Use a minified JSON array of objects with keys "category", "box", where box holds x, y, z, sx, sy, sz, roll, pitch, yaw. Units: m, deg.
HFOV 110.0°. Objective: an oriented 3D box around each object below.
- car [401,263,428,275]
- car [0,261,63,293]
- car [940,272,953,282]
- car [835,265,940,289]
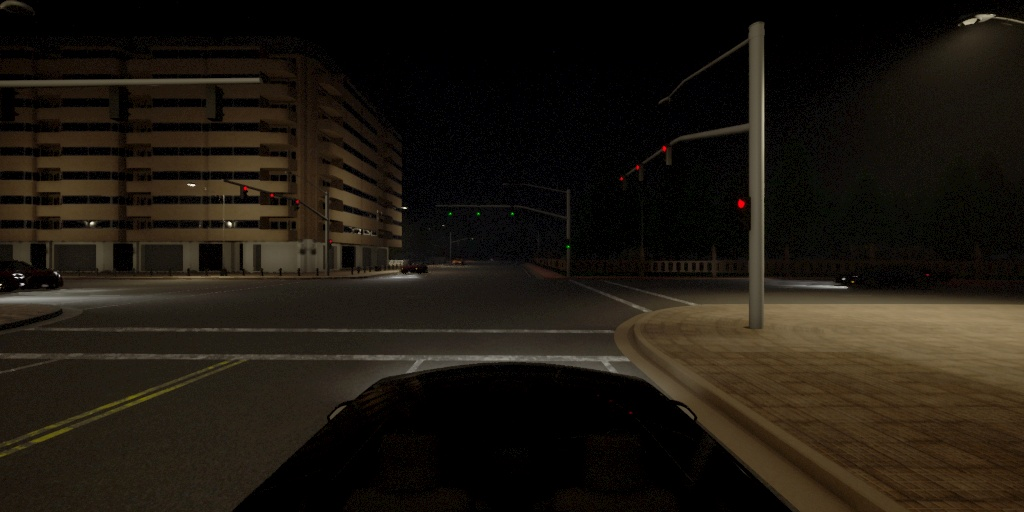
[{"category":"car","box":[-10.483,1.372,38.763,1.895,1.301,4.718,0,0,0]},{"category":"car","box":[-27.779,1.046,19.636,4.553,1.767,2.097,0,0,0]},{"category":"car","box":[26.824,1.295,24.914,4.718,1.301,1.895,0,0,15]},{"category":"car","box":[22.743,1.258,22.119,4.181,1.385,1.994,0,0,10]}]
